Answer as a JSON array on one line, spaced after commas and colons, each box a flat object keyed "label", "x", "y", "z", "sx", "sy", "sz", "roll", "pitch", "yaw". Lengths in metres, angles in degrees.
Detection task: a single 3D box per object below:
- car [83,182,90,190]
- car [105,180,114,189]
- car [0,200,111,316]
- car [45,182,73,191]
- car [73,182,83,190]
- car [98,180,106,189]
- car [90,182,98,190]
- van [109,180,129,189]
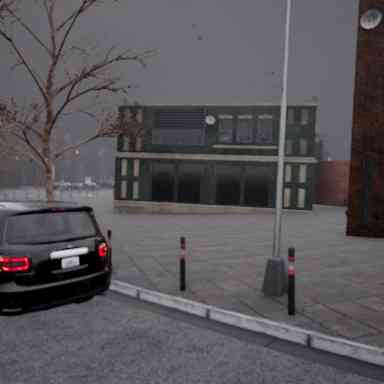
[{"label": "car", "x": -24.566, "y": -1.205, "z": 70.114, "sx": 4.674, "sy": 1.452, "sz": 2.002, "roll": 3, "pitch": 2, "yaw": 20}, {"label": "car", "x": -20.822, "y": -1.785, "z": 80.481, "sx": 5.566, "sy": 2.045, "sz": 2.435, "roll": 3, "pitch": 3, "yaw": 20}, {"label": "car", "x": -4.045, "y": 1.180, "z": 6.987, "sx": 5.566, "sy": 2.045, "sz": 2.150, "roll": 1, "pitch": 0, "yaw": 38}, {"label": "car", "x": -26.413, "y": -1.238, "z": 64.912, "sx": 4.553, "sy": 1.767, "sz": 2.185, "roll": 3, "pitch": 2, "yaw": 20}, {"label": "car", "x": -25.511, "y": -1.178, "z": 67.525, "sx": 5.008, "sy": 1.535, "sz": 2.097, "roll": 3, "pitch": 2, "yaw": 20}, {"label": "car", "x": -22.691, "y": -1.383, "z": 75.303, "sx": 4.892, "sy": 1.521, "sz": 2.231, "roll": 3, "pitch": 2, "yaw": 20}, {"label": "car", "x": -23.593, "y": -1.437, "z": 72.689, "sx": 4.553, "sy": 1.767, "sz": 2.185, "roll": 3, "pitch": 2, "yaw": 20}, {"label": "van", "x": -18.807, "y": -1.901, "z": 85.615, "sx": 4.442, "sy": 1.987, "sz": 1.878, "roll": 3, "pitch": 3, "yaw": 20}]
